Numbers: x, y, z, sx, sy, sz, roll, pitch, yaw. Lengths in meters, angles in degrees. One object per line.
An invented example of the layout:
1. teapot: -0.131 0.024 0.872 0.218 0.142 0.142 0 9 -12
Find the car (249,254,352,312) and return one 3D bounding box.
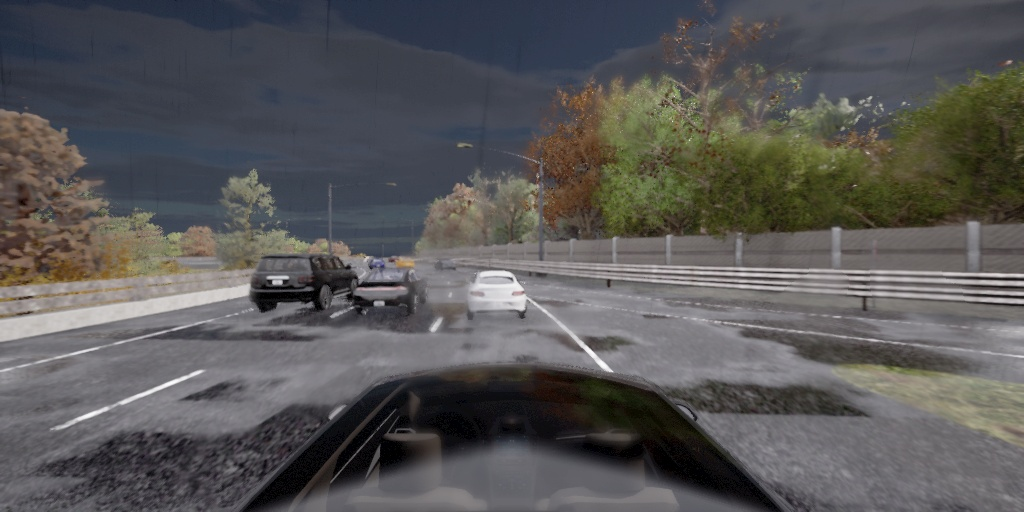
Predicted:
1. car: -7.862 0.925 14.178 2.150 2.045 5.566 0 0 -7

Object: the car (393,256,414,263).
1. car: -14.630 0.999 48.863 1.882 1.535 5.008 0 0 -25

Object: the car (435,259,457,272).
1. car: -7.881 1.085 42.188 2.033 1.411 5.357 0 0 -22

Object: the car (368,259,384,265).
1. car: -18.224 1.063 48.262 1.812 1.442 4.674 0 0 -26

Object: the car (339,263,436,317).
1. car: -4.219 1.189 13.063 2.128 1.511 4.902 0 0 -7

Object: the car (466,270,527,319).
1. car: -0.614 1.214 12.434 1.812 1.442 4.674 0 0 -6
